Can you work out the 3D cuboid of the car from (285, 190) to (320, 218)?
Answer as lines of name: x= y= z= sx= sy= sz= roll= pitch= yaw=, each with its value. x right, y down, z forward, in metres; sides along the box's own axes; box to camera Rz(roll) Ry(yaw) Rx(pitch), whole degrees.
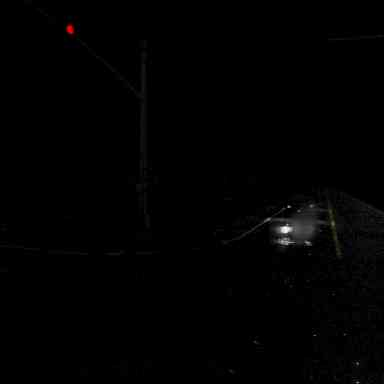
car: x=7.414 y=0.849 z=22.350 sx=1.812 sy=1.442 sz=4.674 roll=2 pitch=2 yaw=22

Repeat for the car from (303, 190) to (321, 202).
car: x=14.601 y=0.440 z=40.273 sx=1.895 sy=1.301 sz=4.718 roll=2 pitch=2 yaw=22

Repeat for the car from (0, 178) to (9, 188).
car: x=-40.404 y=-1.942 z=71.248 sx=1.905 sy=1.878 sz=3.866 roll=6 pitch=1 yaw=-25
